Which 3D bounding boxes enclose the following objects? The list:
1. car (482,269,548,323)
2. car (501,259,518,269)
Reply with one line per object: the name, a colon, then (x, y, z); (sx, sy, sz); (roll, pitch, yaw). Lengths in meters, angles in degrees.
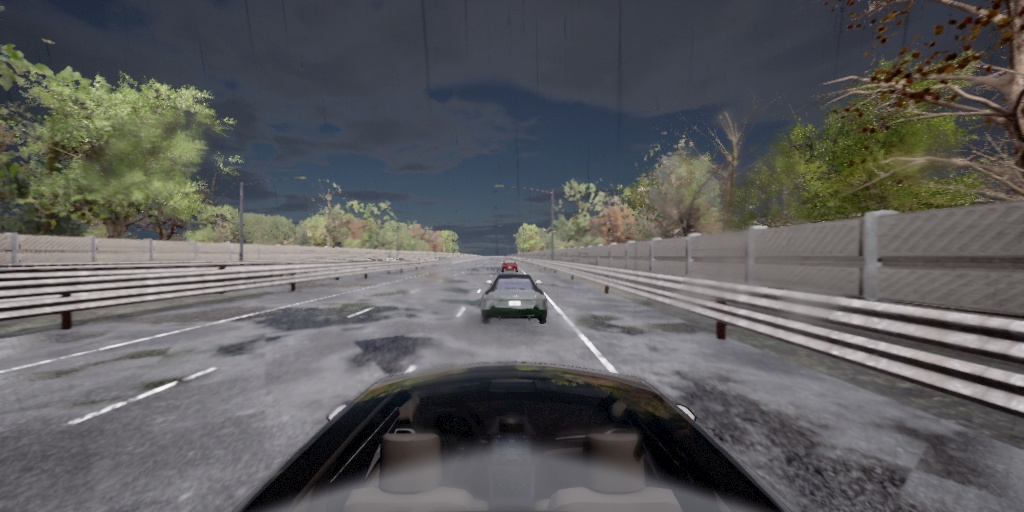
car: (0.067, 1.291, 12.047); (1.994, 1.385, 4.181); (0, 0, 0)
car: (-0.298, 1.136, 43.843); (1.882, 1.535, 5.008); (0, 0, -1)
